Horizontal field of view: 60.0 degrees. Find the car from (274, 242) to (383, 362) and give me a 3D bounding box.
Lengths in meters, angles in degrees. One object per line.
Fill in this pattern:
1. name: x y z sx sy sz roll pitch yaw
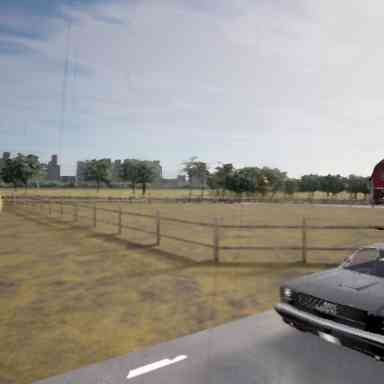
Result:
1. car: 3.587 1.598 5.632 4.718 1.301 1.895 0 0 -35
